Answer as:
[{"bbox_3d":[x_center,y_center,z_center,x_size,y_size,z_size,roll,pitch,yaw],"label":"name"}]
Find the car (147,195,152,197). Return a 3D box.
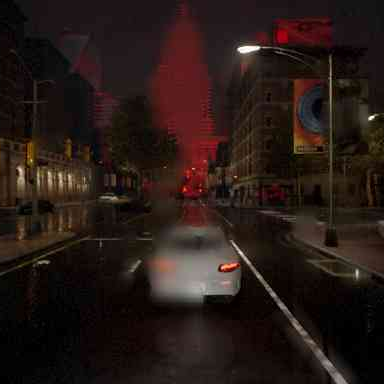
[{"bbox_3d":[-11.145,1.540,84.711,2.033,1.411,5.357,0,0,0],"label":"car"}]

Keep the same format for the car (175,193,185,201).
[{"bbox_3d":[-3.138,1.218,86.529,2.150,2.045,5.566,0,0,0],"label":"car"}]

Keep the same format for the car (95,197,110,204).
[{"bbox_3d":[-17.970,1.595,66.948,1.895,1.301,4.718,0,0,0],"label":"car"}]

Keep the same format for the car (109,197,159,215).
[{"bbox_3d":[-5.874,1.547,34.649,5.357,1.411,2.033,0,0,38],"label":"car"}]

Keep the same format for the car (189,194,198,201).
[{"bbox_3d":[0.362,1.493,86.484,1.837,1.490,4.892,0,0,0],"label":"car"}]

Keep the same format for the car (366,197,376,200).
[{"bbox_3d":[34.730,1.481,68.120,2.231,1.521,4.892,0,0,0],"label":"car"}]

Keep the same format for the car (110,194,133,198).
[{"bbox_3d":[-11.366,1.478,53.994,1.882,1.535,5.008,0,0,0],"label":"car"}]

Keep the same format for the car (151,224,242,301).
[{"bbox_3d":[0.110,1.526,8.204,1.812,1.442,4.674,0,0,1],"label":"car"}]

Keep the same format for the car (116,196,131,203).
[{"bbox_3d":[-14.701,1.540,71.562,2.033,1.411,5.357,0,0,0],"label":"car"}]

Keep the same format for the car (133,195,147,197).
[{"bbox_3d":[-11.212,1.478,68.991,1.882,1.535,5.008,0,0,0],"label":"car"}]

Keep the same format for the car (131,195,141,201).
[{"bbox_3d":[-14.637,1.494,86.776,1.837,1.490,4.892,0,0,0],"label":"car"}]

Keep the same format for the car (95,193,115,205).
[{"bbox_3d":[-14.833,1.219,58.755,2.150,2.045,5.566,0,0,1],"label":"car"}]

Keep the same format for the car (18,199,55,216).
[{"bbox_3d":[-14.969,1.505,32.314,1.837,1.490,4.892,0,0,0],"label":"car"}]
